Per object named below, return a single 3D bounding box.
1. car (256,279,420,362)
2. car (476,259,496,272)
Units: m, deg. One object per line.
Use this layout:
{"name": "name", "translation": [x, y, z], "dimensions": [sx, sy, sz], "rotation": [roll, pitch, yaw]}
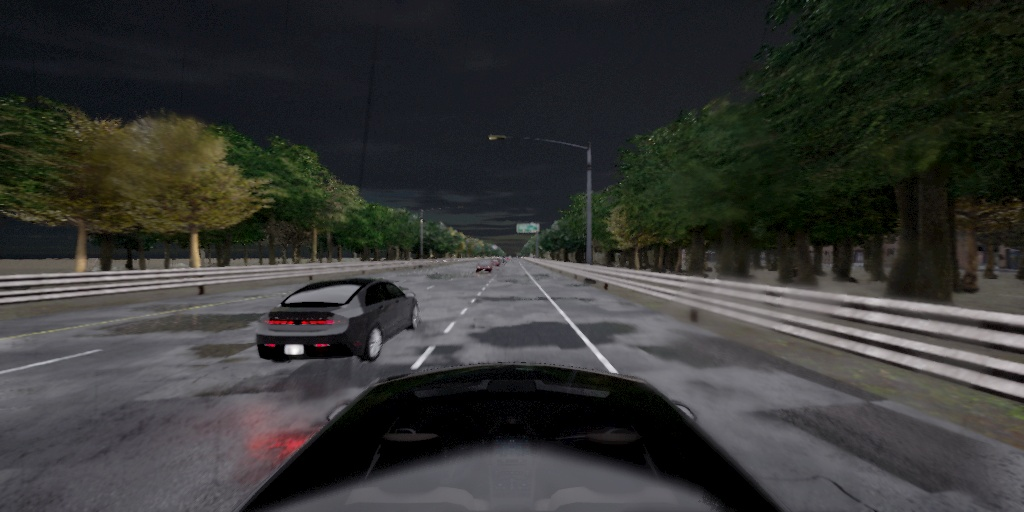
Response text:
{"name": "car", "translation": [-3.496, 1.258, 8.183], "dimensions": [1.837, 1.490, 4.892], "rotation": [0, 0, 0]}
{"name": "car", "translation": [-3.392, 1.382, 45.344], "dimensions": [1.895, 1.301, 4.718], "rotation": [0, 0, 0]}
